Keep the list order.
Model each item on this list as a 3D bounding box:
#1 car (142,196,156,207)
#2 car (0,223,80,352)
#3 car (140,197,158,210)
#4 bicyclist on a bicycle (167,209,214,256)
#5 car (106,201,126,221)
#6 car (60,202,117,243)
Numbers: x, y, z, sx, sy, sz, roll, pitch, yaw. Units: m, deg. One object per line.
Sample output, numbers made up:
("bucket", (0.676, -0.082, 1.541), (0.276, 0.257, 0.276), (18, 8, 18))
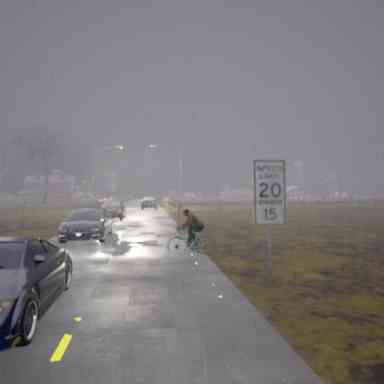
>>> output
("car", (-6.604, 1.411, 50.683), (2.033, 1.411, 5.357), (0, 0, -8))
("car", (-3.518, 1.541, 5.990), (1.994, 1.385, 4.181), (0, 0, -8))
("car", (-5.204, 1.356, 40.348), (2.128, 1.511, 4.902), (0, 0, -8))
("bicyclist on a bicycle", (-0.038, 1.396, 11.438), (1.656, 1.620, 0.582), (0, 0, -8))
("car", (-6.269, 1.422, 26.332), (1.812, 1.442, 4.674), (0, 0, -7))
("car", (-4.807, 1.441, 15.519), (1.837, 1.490, 4.892), (0, 0, -8))
